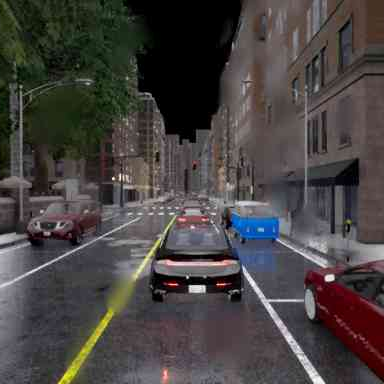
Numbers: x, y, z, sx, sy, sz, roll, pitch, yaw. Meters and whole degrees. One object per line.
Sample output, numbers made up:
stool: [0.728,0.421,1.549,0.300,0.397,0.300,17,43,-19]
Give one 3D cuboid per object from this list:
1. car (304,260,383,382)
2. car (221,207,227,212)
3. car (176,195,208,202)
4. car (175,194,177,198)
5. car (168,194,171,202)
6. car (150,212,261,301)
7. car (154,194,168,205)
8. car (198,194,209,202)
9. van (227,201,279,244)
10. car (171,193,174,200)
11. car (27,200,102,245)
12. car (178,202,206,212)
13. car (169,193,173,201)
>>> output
car: [2.853,1.544,4.266,1.887,1.381,4.507,0,0,0]
car: [2.841,1.557,21.247,1.947,1.339,4.313,0,0,0]
car: [0.029,1.338,27.493,2.097,1.767,4.553,0,0,2]
car: [-5.728,1.496,86.483,2.008,1.369,4.403,0,0,0]
car: [-5.713,1.502,64.680,2.008,1.369,4.403,0,0,0]
car: [0.094,1.490,8.274,2.128,1.511,4.902,0,0,0]
car: [-5.710,1.480,59.059,1.752,1.417,4.829,0,0,0]
car: [2.803,1.386,75.624,1.967,1.590,4.097,0,0,0]
van: [2.845,1.336,15.586,1.690,1.788,3.998,0,0,0]
car: [-5.721,1.491,75.582,1.887,1.381,4.507,0,0,0]
car: [-5.680,1.310,15.541,2.192,1.841,5.009,0,0,0]
car: [0.091,1.519,18.536,1.812,1.442,4.674,0,0,0]
car: [-5.717,1.493,70.131,1.887,1.381,4.507,0,0,0]
